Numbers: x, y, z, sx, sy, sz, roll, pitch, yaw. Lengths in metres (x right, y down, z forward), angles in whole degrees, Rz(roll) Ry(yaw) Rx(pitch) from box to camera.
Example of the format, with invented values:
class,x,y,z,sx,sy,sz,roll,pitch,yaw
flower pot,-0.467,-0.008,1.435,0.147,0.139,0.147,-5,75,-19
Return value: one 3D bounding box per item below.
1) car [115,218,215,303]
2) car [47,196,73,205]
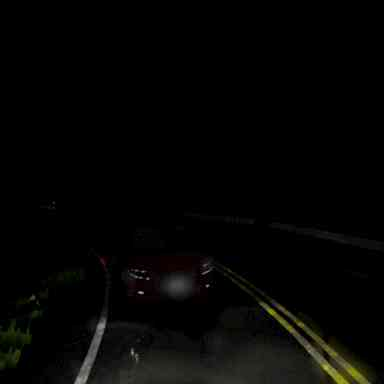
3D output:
class,x,y,z,sx,sy,sz,roll,pitch,yaw
car,-0.935,1.500,8.623,1.882,1.535,5.008,-1,0,-16
car,-22.090,1.509,55.747,1.837,1.490,4.892,1,3,18
